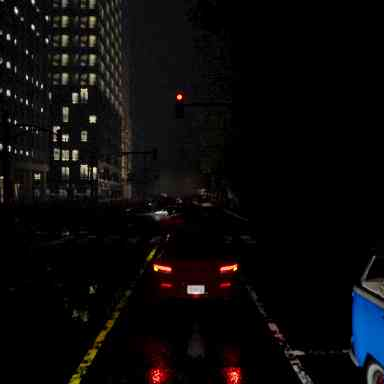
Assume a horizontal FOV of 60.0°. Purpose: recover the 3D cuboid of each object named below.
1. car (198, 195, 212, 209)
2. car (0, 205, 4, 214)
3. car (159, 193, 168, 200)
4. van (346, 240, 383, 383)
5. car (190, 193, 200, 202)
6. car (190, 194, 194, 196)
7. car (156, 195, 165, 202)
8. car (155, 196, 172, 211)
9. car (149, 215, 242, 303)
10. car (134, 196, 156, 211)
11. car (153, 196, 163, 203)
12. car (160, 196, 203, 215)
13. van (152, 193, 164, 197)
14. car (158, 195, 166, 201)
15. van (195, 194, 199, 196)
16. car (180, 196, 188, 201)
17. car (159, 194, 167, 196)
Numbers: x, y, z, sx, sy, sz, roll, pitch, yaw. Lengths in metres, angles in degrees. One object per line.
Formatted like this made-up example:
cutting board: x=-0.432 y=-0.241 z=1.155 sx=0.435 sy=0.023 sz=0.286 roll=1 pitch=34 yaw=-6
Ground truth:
car: x=1.884 y=1.507 z=45.837 sx=1.752 sy=1.417 sz=4.829 roll=0 pitch=0 yaw=-2
car: x=-18.229 y=1.375 z=28.480 sx=4.206 sy=1.307 sz=1.802 roll=1 pitch=0 yaw=3
car: x=-8.106 y=1.247 z=95.169 sx=2.192 sy=1.841 sz=5.009 roll=0 pitch=0 yaw=-3
van: x=2.558 y=1.341 z=2.122 sx=1.690 sy=1.788 sz=3.998 roll=0 pitch=0 yaw=0
car: x=0.714 y=1.267 z=78.921 sx=2.192 sy=1.841 sz=5.009 roll=0 pitch=0 yaw=-3
car: x=-1.021 y=1.476 z=59.988 sx=1.837 sy=1.490 sz=4.892 roll=0 pitch=0 yaw=-2
car: x=-7.302 y=1.497 z=78.544 sx=1.887 sy=1.381 sz=4.507 roll=0 pitch=0 yaw=-2
car: x=-3.420 y=1.549 z=40.407 sx=1.994 sy=1.385 sz=4.181 roll=0 pitch=0 yaw=-3
car: x=0.051 y=1.524 z=8.056 sx=1.812 sy=1.442 sz=4.674 roll=0 pitch=0 yaw=0
car: x=-5.845 y=1.536 z=39.744 sx=2.008 sy=1.369 sz=4.403 roll=0 pitch=0 yaw=-1
car: x=-6.848 y=1.509 z=67.458 sx=1.887 sy=1.381 sz=4.507 roll=0 pitch=0 yaw=-2
car: x=-0.859 y=1.483 z=31.424 sx=2.128 sy=1.511 sz=4.902 roll=1 pitch=0 yaw=18
van: x=-6.645 y=1.310 z=61.915 sx=1.690 sy=1.788 sz=3.998 roll=0 pitch=0 yaw=-2
car: x=-7.555 y=1.528 z=84.089 sx=1.802 sy=1.307 sz=4.206 roll=0 pitch=0 yaw=-3
van: x=1.732 y=1.319 z=51.209 sx=1.690 sy=1.788 sz=3.998 roll=0 pitch=0 yaw=-2
car: x=-1.927 y=1.545 z=80.581 sx=1.895 sy=1.301 sz=4.718 roll=0 pitch=0 yaw=-3
car: x=-3.665 y=1.483 z=50.442 sx=1.837 sy=1.490 sz=4.892 roll=0 pitch=0 yaw=-1
